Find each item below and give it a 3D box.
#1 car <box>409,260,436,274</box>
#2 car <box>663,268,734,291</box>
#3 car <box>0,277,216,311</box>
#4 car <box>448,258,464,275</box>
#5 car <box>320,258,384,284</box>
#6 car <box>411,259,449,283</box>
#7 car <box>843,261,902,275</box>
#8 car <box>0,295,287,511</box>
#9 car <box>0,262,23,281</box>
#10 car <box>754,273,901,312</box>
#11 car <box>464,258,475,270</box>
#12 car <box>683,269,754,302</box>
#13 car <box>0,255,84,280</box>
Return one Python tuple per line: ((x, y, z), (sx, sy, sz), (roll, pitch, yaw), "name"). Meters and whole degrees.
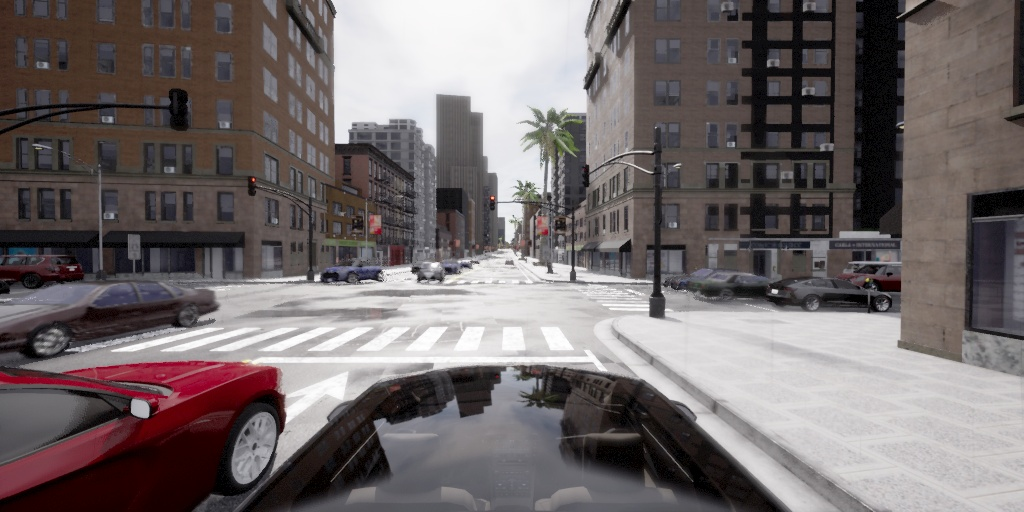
((-10.135, 1.246, 40.896), (1.837, 1.490, 4.892), (0, 0, 0), "car")
((11.707, 1.400, 20.673), (5.357, 1.411, 2.033), (0, 1, 0), "car")
((-9.887, 1.304, 8.647), (2.033, 1.411, 5.357), (0, 0, 0), "car")
((-6.875, 1.094, 39.377), (2.097, 1.767, 4.553), (0, 0, 0), "car")
((-11.065, 1.029, 25.128), (2.097, 1.767, 4.553), (-1, -2, 15), "car")
((-6.252, 1.224, 27.876), (2.128, 1.511, 4.902), (1, -1, -8), "car")
((21.177, 1.279, 20.682), (4.553, 1.767, 2.097), (0, 1, 0), "car")
((-3.144, 1.228, 1.490), (1.882, 1.535, 5.008), (0, 0, 1), "car")
((-24.033, 1.126, 14.593), (4.892, 1.490, 1.837), (1, 1, -9), "car")
((12.864, 1.513, 14.727), (4.313, 1.339, 1.948), (0, 0, 0), "car")
((-6.969, 1.332, 52.983), (1.895, 1.301, 4.718), (0, 0, 0), "car")
((11.301, 1.497, 17.489), (4.718, 1.301, 1.895), (0, 1, 0), "car")
((-27.277, 0.836, 19.927), (5.009, 1.841, 2.192), (0, 0, -9), "car")
